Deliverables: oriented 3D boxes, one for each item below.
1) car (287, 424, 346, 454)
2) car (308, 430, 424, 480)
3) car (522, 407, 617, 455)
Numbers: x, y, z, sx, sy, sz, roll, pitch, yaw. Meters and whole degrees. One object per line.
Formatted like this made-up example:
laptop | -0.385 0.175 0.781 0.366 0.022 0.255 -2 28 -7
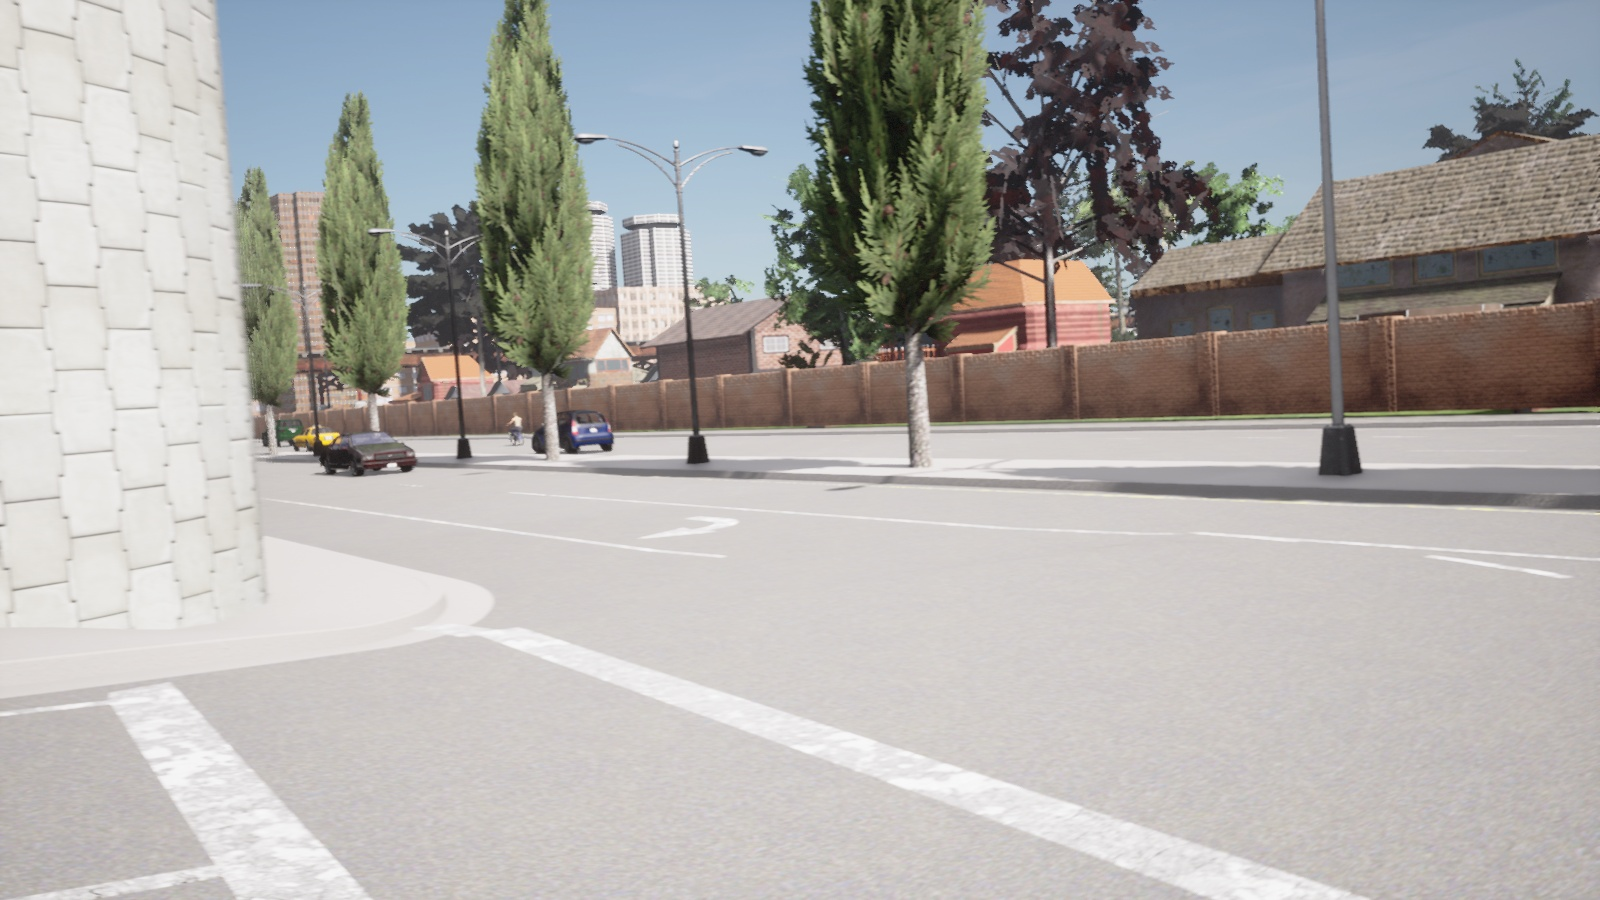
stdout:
car | -28.875 -0.640 74.900 1.801 1.575 5.366 -6 4 -36
car | -14.477 0.140 41.702 2.033 1.411 5.357 -6 4 -36
car | -8.704 -0.698 47.289 1.851 1.617 3.988 -6 4 -36
